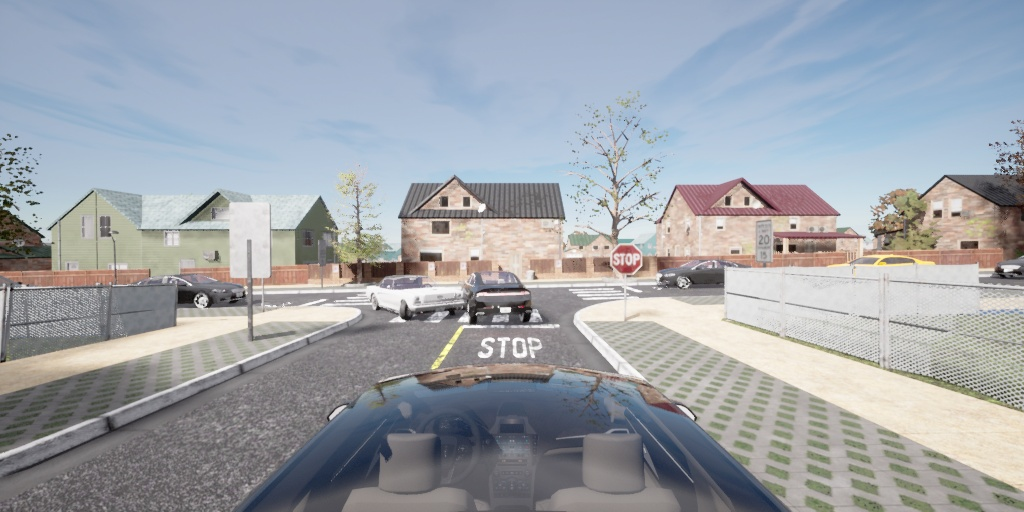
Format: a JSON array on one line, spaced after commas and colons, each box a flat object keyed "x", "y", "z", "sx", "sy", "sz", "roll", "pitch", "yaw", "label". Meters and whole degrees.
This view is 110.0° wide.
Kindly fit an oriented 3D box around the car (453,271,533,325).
[{"x": -0.680, "y": 1.241, "z": 11.991, "sx": 2.128, "sy": 1.511, "sz": 4.902, "roll": 0, "pitch": 0, "yaw": -12, "label": "car"}]

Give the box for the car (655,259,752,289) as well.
[{"x": 10.339, "y": 0.924, "z": 19.394, "sx": 4.902, "sy": 1.511, "sz": 2.128, "roll": -1, "pitch": 1, "yaw": 0, "label": "car"}]

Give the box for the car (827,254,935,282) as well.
[{"x": 19.770, "y": 0.688, "z": 19.426, "sx": 5.008, "sy": 1.535, "sz": 1.882, "roll": -1, "pitch": 1, "yaw": -1, "label": "car"}]

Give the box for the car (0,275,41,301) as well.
[{"x": -24.232, "y": 1.646, "z": 16.317, "sx": 4.553, "sy": 1.767, "sz": 2.097, "roll": -1, "pitch": 1, "yaw": 0, "label": "car"}]

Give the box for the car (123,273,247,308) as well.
[{"x": -14.895, "y": 1.564, "z": 16.353, "sx": 4.902, "sy": 1.511, "sz": 2.128, "roll": -1, "pitch": 1, "yaw": 0, "label": "car"}]

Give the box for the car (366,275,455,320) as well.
[{"x": -3.597, "y": 1.366, "z": 12.852, "sx": 1.895, "sy": 1.301, "sz": 4.718, "roll": 0, "pitch": 0, "yaw": -38, "label": "car"}]

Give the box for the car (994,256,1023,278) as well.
[{"x": 29.394, "y": 0.476, "z": 19.458, "sx": 4.902, "sy": 1.511, "sz": 2.128, "roll": -1, "pitch": 1, "yaw": 0, "label": "car"}]
